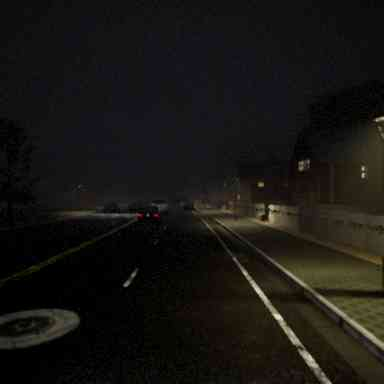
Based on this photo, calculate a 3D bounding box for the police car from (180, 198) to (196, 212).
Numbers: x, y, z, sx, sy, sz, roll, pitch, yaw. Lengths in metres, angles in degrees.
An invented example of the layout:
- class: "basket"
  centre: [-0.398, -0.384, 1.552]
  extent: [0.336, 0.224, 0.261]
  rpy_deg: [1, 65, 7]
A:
- class: "police car"
  centre: [-0.436, 2.143, 50.290]
  extent: [1.930, 1.638, 5.238]
  rpy_deg: [0, -1, -3]

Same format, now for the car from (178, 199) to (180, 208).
- class: "car"
  centre: [-1.042, 2.391, 60.226]
  extent: [1.812, 1.442, 4.674]
  rpy_deg: [0, -1, -4]

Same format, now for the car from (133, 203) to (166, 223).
- class: "car"
  centre: [-3.657, 1.967, 29.505]
  extent: [2.033, 1.411, 5.357]
  rpy_deg: [0, -1, -2]

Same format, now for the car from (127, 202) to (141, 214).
- class: "car"
  centre: [-7.798, 2.150, 46.172]
  extent: [1.882, 1.535, 5.008]
  rpy_deg: [0, -1, -3]

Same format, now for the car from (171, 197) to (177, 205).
- class: "car"
  centre: [-3.915, 2.276, 84.529]
  extent: [2.150, 2.045, 5.566]
  rpy_deg: [0, -1, -6]

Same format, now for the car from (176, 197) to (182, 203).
- class: "car"
  centre: [-1.465, 2.181, 66.283]
  extent: [2.150, 2.045, 5.566]
  rpy_deg: [0, -1, -4]

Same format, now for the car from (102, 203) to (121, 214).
- class: "car"
  centre: [-11.026, 2.197, 45.670]
  extent: [1.812, 1.442, 4.674]
  rpy_deg: [0, -1, -3]

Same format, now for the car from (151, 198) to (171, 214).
- class: "car"
  centre: [-4.252, 1.856, 44.000]
  extent: [2.150, 2.045, 5.566]
  rpy_deg: [0, -1, -3]
